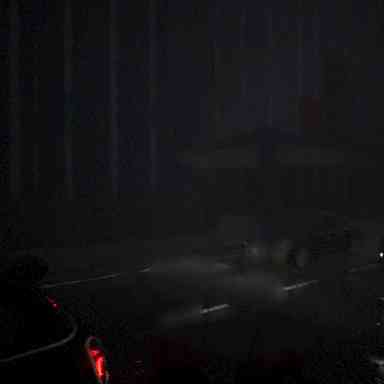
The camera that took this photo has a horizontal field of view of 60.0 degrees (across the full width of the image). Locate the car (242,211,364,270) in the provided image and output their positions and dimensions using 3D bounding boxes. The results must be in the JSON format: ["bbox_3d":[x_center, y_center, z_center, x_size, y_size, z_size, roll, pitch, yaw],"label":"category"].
[{"bbox_3d":[3.799,1.439,11.014,4.892,1.490,1.837,-1,1,-36],"label":"car"}]

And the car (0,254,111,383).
[{"bbox_3d":[-2.837,1.361,1.963,4.553,1.767,2.097,0,0,-36],"label":"car"}]

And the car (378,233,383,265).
[{"bbox_3d":[7.440,1.145,9.227,5.566,2.045,2.150,0,0,-35],"label":"car"}]
